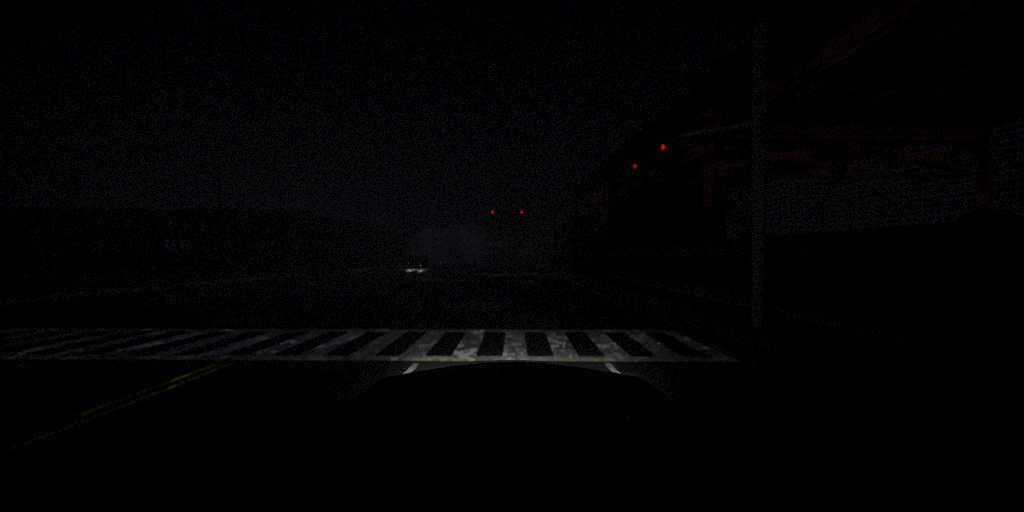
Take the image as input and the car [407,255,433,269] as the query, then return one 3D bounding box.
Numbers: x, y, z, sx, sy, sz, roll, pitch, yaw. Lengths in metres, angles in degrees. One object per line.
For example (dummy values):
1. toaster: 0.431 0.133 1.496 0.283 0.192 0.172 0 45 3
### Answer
1. car: -14.012 0.901 53.839 2.150 2.045 5.566 0 2 0
